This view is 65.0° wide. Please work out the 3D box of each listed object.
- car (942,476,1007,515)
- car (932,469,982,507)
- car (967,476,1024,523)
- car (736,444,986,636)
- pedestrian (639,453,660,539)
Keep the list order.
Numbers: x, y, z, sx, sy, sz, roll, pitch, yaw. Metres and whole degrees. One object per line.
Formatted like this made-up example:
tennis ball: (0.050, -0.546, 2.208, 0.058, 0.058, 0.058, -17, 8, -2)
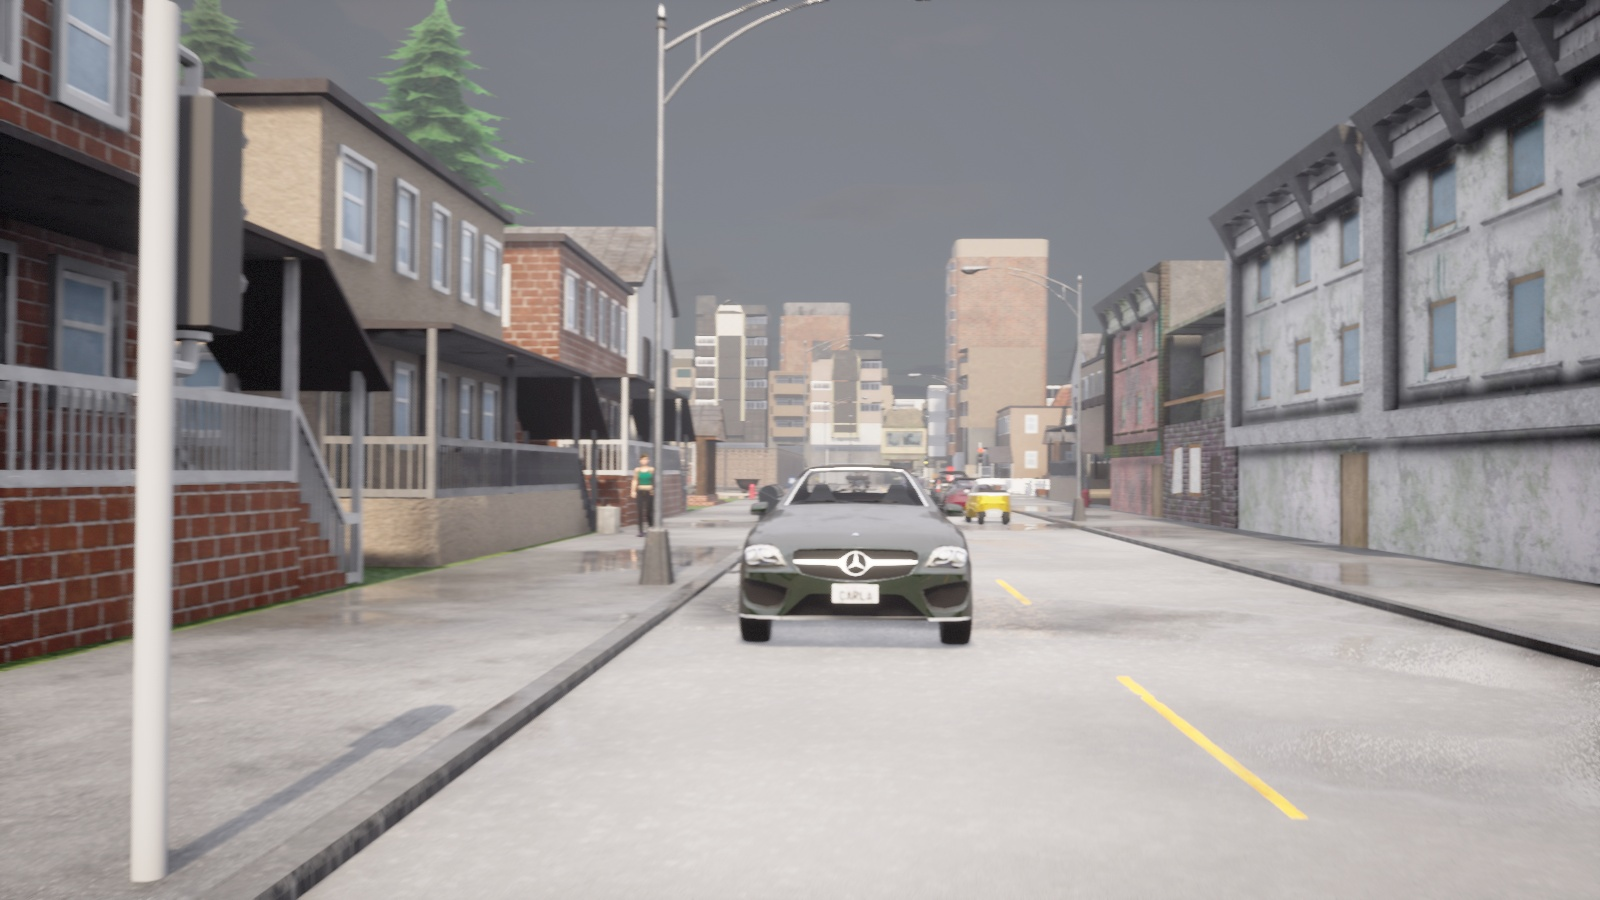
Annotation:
car: (6.377, 1.648, 46.366, 1.994, 1.385, 4.181, 0, -1, 2)
car: (6.801, 1.620, 54.632, 1.851, 1.617, 3.988, 0, -1, 3)
car: (5.959, 1.506, 38.419, 1.481, 1.376, 2.207, 0, -1, 3)
car: (0.650, 0.816, 13.357, 2.152, 1.651, 5.027, 0, -1, 3)
pedestrian: (-3.257, 0.985, 27.169, 0.345, 1.836, 0.594, 0, -1, 2)
